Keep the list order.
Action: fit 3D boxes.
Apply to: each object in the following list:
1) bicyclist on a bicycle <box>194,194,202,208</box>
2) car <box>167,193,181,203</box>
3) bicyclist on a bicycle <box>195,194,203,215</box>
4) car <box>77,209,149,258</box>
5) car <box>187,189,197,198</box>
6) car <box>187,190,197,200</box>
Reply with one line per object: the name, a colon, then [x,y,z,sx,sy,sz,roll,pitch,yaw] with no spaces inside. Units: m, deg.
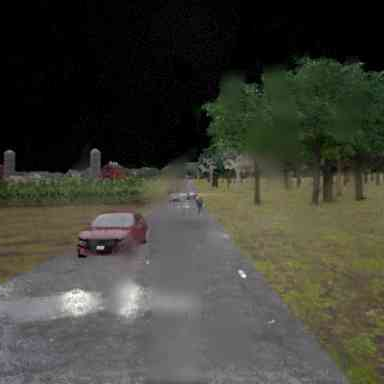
bicyclist on a bicycle: [0.726,1.081,40.976,0.866,1.612,1.509,0,1,0]
car: [-2.819,0.950,53.773,1.837,1.490,4.892,0,1,0]
bicyclist on a bicycle: [0.754,1.262,30.235,0.582,1.620,1.656,0,0,0]
car: [-2.851,1.456,12.858,1.882,1.535,5.008,0,0,0]
car: [-0.006,0.309,76.283,2.097,1.767,4.553,0,2,0]
car: [0.031,0.810,62.657,1.812,1.442,4.674,0,1,1]
